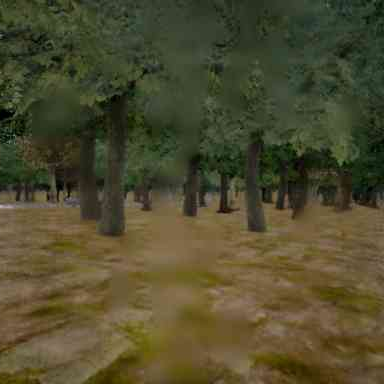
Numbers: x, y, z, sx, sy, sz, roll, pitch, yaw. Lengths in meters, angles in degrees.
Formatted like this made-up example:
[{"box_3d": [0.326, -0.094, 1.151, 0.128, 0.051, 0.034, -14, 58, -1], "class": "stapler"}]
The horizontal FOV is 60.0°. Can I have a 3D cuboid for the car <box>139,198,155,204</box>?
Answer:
[{"box_3d": [-9.220, 1.782, 68.594, 1.994, 1.385, 4.181, 2, -1, 18], "class": "car"}]

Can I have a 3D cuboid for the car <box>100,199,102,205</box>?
[{"box_3d": [-13.647, 1.496, 56.205, 1.994, 1.385, 4.181, 2, 0, 21], "class": "car"}]

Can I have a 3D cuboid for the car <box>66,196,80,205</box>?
[{"box_3d": [-18.012, 1.333, 53.470, 1.895, 1.301, 4.718, 2, -1, 22], "class": "car"}]
